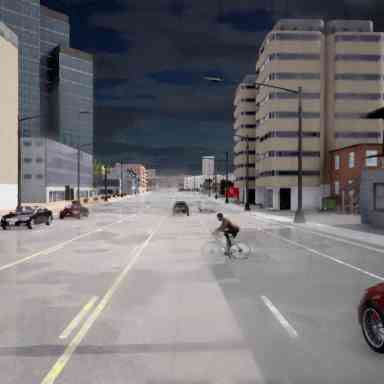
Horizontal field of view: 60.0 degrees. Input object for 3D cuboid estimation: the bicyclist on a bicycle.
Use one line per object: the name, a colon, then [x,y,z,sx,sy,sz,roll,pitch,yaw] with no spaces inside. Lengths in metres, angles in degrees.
bicyclist on a bicycle: [1.131,1.525,11.190,1.656,1.620,0.582,-2,0,-2]

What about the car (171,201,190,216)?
car: [-1.266,1.942,38.015,1.837,1.490,4.892,0,0,-2]

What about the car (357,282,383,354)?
car: [3.532,1.541,3.223,1.812,1.442,4.674,0,0,-2]

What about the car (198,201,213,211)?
car: [1.922,1.978,47.413,1.812,1.442,4.674,0,0,-2]

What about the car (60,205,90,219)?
car: [-11.724,1.948,33.366,1.994,1.385,4.181,0,-1,-2]

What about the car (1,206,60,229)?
car: [-11.391,1.726,23.311,2.128,1.511,4.902,0,-1,-2]

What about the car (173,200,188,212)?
car: [-1.679,1.991,48.064,2.033,1.411,5.357,0,0,-2]
